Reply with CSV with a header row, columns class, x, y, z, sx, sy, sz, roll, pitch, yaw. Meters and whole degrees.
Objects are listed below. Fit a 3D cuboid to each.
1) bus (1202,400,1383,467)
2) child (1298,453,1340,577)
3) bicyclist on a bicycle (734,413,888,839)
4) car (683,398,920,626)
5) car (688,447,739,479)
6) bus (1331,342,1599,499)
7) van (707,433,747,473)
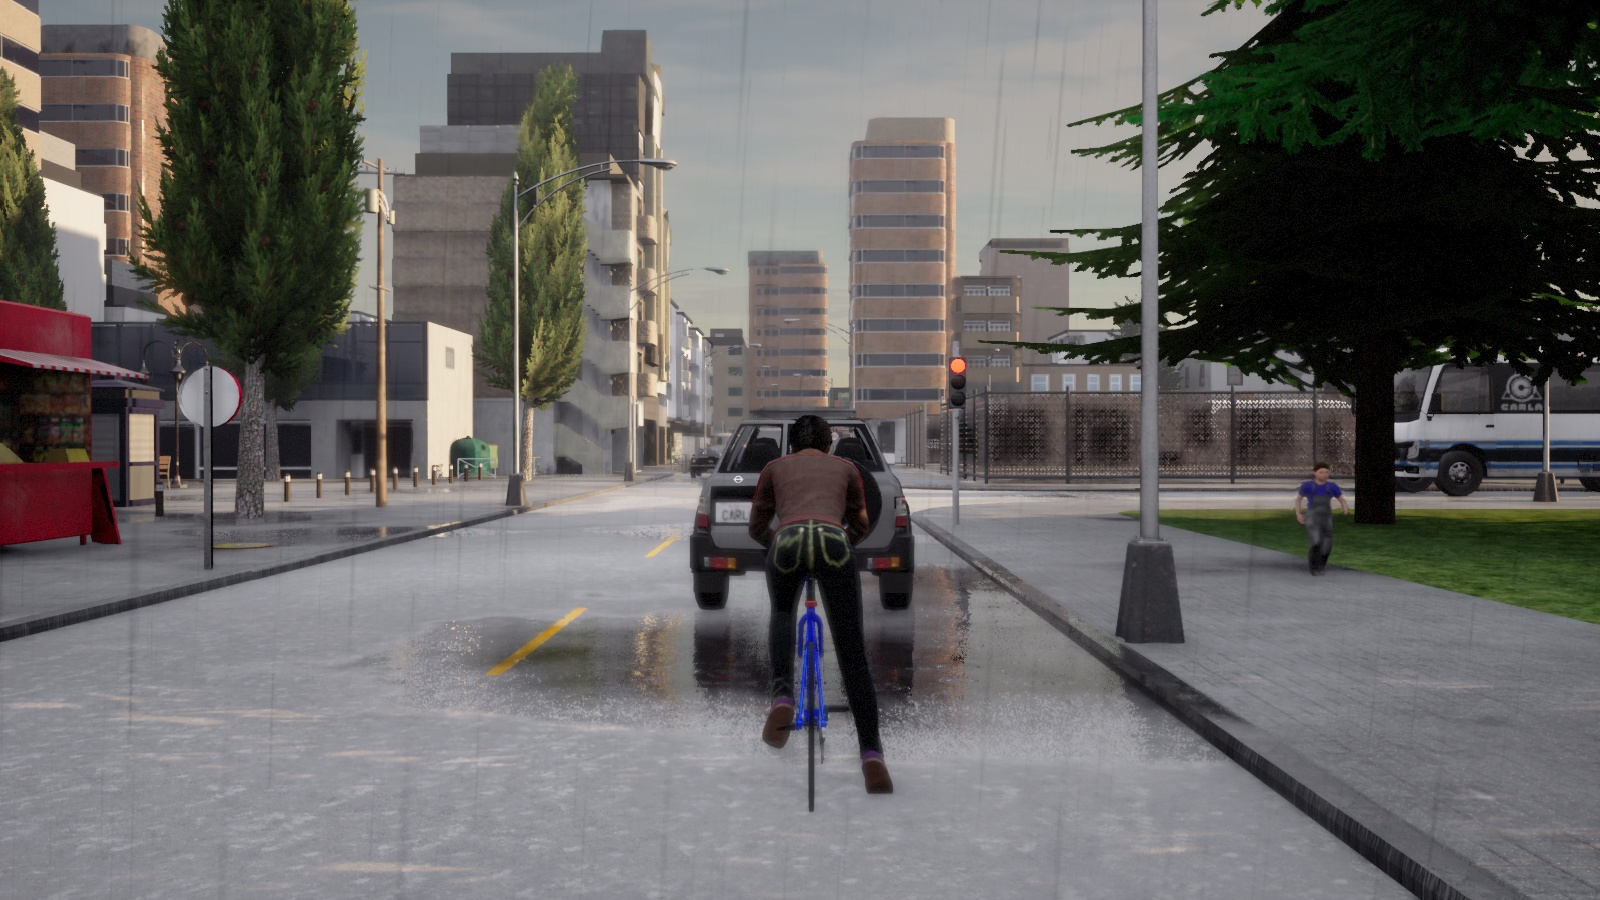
class,x,y,z,sx,sy,sz,roll,pitch,yaw
bus,31.817,-1.065,81.548,10.273,4.253,3.944,0,0,4
child,5.401,0.667,13.075,0.270,1.263,0.437,0,0,4
bicyclist on a bicycle,0.048,0.668,5.601,0.582,1.620,1.656,0,0,0
car,0.062,0.493,12.525,1.932,1.855,4.605,0,0,1
car,-3.731,0.534,54.910,1.895,1.301,4.718,0,0,0
bus,21.275,-0.817,36.157,10.273,4.253,3.944,0,0,0
van,-3.689,0.136,63.913,1.775,1.987,4.442,0,0,0
